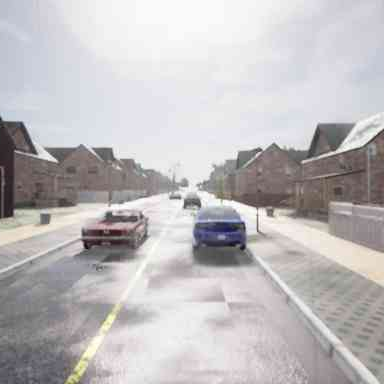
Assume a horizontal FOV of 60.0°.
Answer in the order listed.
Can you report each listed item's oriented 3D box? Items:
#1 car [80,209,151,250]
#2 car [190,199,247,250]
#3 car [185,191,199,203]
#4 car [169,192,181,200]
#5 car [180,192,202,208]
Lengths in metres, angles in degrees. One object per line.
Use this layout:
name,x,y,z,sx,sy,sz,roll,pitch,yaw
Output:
car,-2.856,1.380,13.282,1.895,1.301,4.718,0,1,0
car,0.956,1.259,13.183,1.882,1.535,5.008,0,1,0
car,-0.016,0.701,49.197,1.882,1.535,5.008,0,1,0
car,-2.837,0.679,56.705,1.994,1.385,4.181,0,1,0
car,0.021,0.927,36.011,1.837,1.490,4.892,0,1,0
